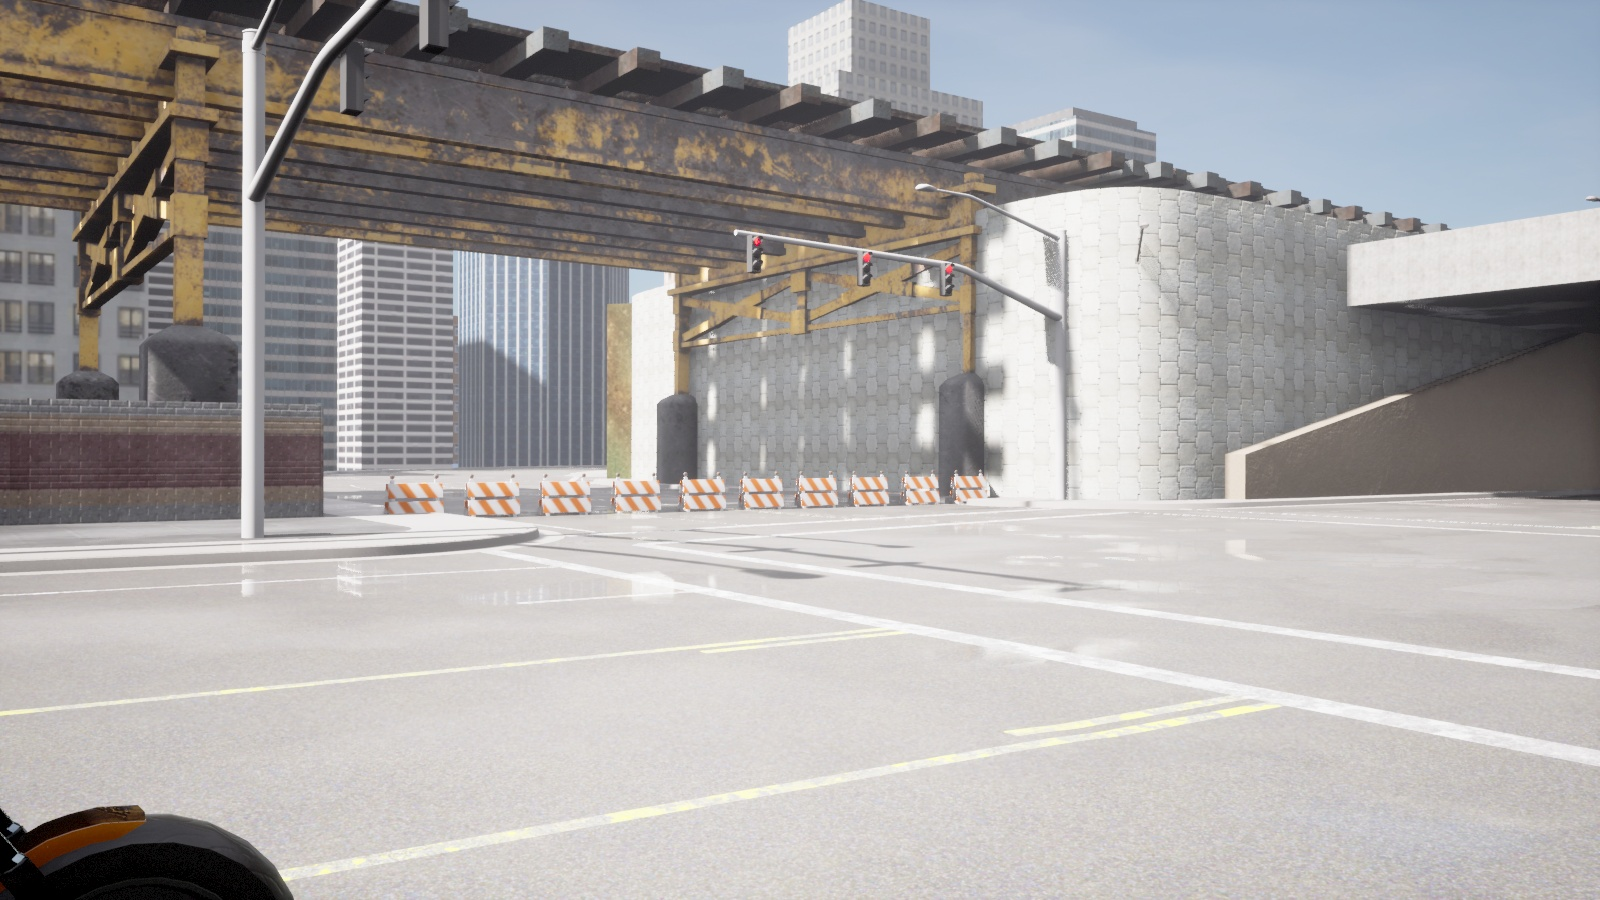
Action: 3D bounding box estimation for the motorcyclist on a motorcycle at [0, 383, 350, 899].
[{"bbox_3d":[-2.109,0.705,2.229,2.350,1.649,0.766,0,0,-34],"label":"motorcyclist on a motorcycle"}]
